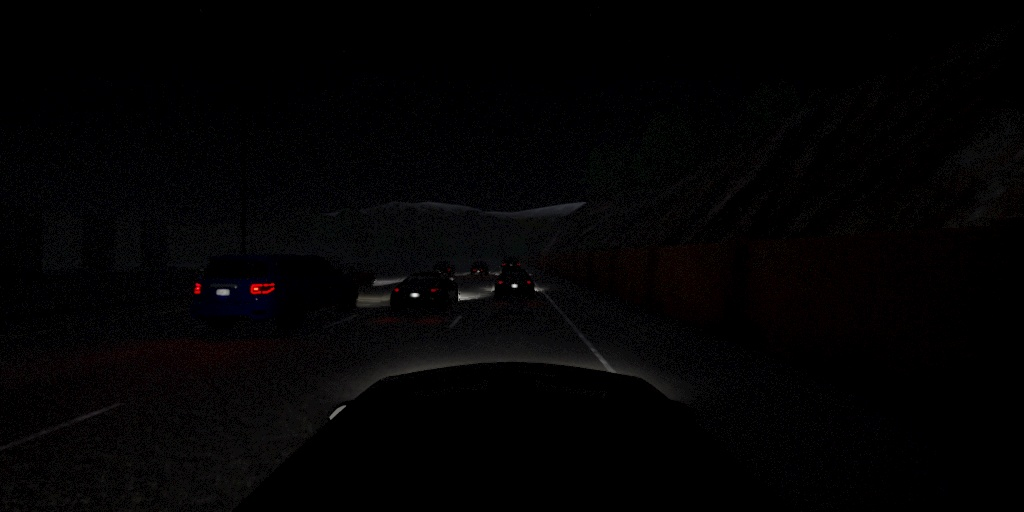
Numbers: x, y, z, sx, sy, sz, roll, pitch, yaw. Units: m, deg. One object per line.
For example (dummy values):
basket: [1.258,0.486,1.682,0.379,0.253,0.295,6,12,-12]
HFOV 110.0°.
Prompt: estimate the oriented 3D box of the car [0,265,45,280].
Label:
car: [-31.566,1.229,21.692,1.994,1.385,4.181,0,0,0]

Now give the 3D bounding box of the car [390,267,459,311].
car: [-3.381,1.335,14.499,1.994,1.385,4.181,0,0,0]

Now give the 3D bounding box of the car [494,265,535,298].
car: [0.117,1.362,18.707,1.994,1.385,4.181,0,0,0]

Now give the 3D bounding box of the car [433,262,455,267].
car: [-7.065,1.323,37.134,1.837,1.490,4.892,0,0,-1]

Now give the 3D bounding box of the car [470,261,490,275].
car: [-3.644,1.348,40.823,1.837,1.490,4.892,0,0,-1]

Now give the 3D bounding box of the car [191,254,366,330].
car: [-6.921,0.968,11.290,2.150,2.045,5.566,0,0,0]

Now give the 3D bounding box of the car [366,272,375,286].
car: [-10.374,1.363,22.737,1.895,1.301,4.718,0,0,0]

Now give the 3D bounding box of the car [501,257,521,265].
car: [-0.160,1.085,42.645,2.150,2.045,5.566,0,0,-1]
